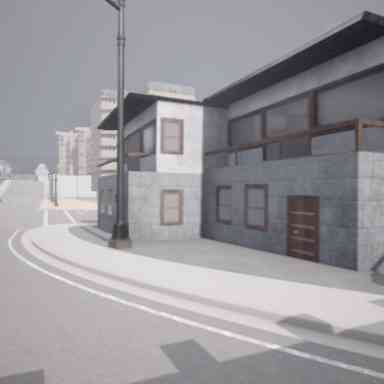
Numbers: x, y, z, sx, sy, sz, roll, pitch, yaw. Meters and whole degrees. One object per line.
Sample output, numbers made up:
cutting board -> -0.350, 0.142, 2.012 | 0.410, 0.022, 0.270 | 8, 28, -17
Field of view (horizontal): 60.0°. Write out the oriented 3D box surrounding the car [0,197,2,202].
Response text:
car -> -44.688, 1.708, 76.075 | 1.837, 1.490, 4.892 | 0, 0, -24
